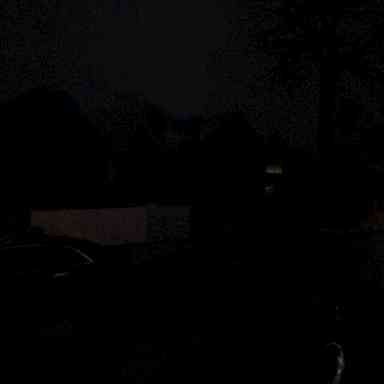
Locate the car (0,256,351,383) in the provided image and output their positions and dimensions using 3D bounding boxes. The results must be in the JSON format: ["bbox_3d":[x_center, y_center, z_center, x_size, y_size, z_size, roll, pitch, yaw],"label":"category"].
[{"bbox_3d":[-0.181,1.563,3.556,4.181,1.385,1.994,0,0,-35],"label":"car"}]

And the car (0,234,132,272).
[{"bbox_3d":[-3.275,1.504,5.341,4.892,1.490,1.837,0,0,-36],"label":"car"}]
